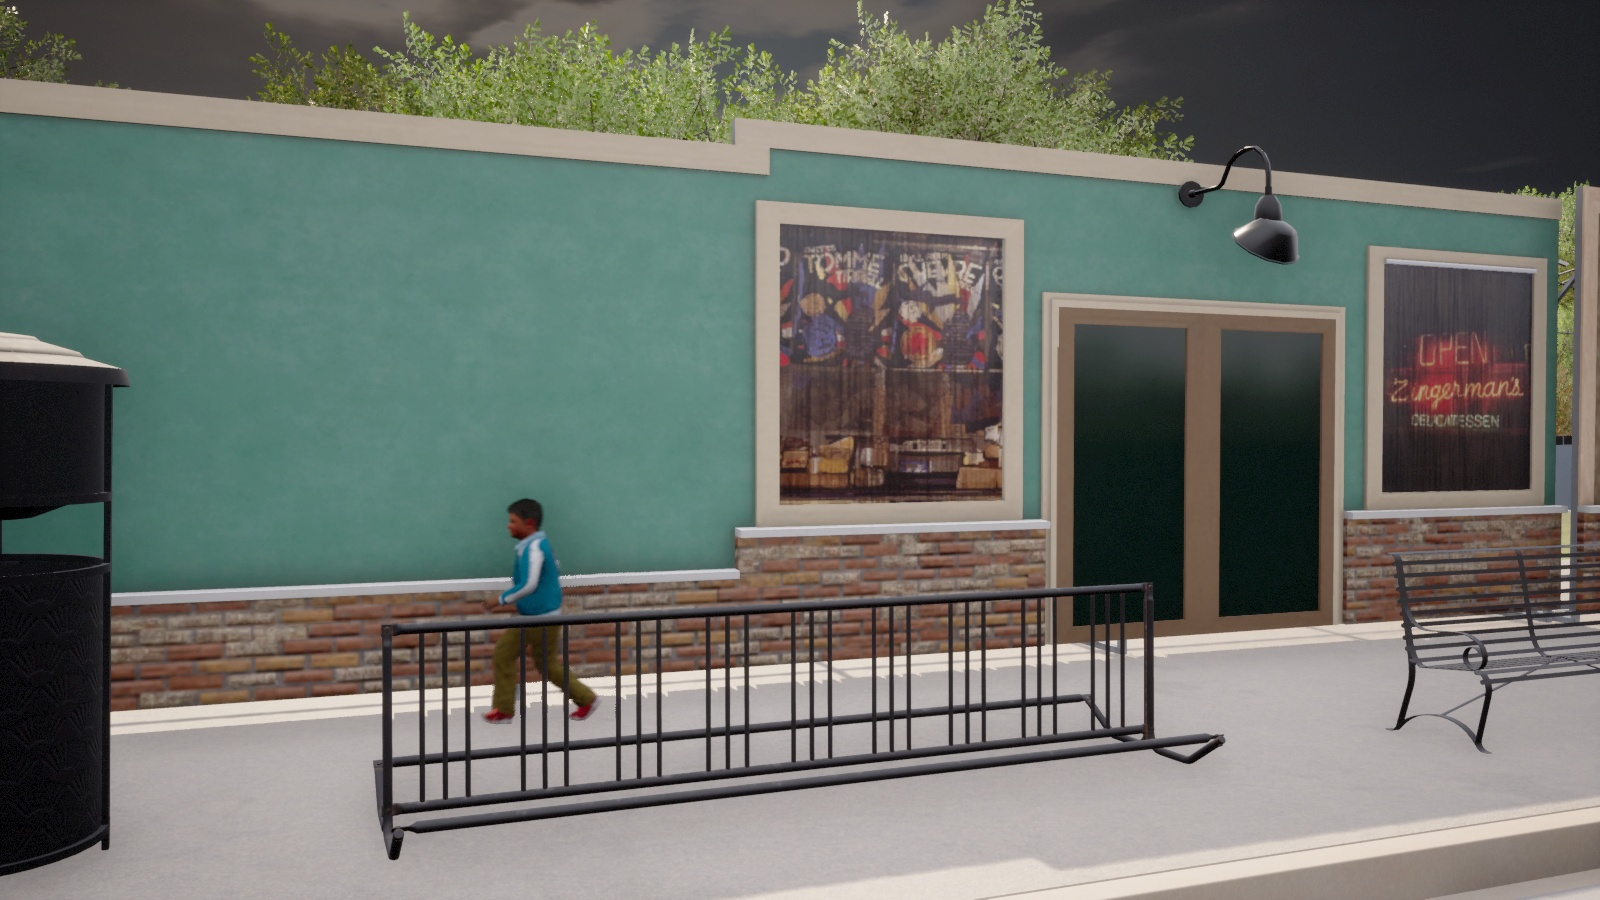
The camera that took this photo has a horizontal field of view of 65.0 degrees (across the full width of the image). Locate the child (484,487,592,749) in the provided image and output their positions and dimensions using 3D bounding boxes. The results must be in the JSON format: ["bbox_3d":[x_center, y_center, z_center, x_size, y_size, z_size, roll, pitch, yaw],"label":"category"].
[{"bbox_3d":[-1.267,0.785,6.055,0.448,1.192,0.343,-1,1,-21],"label":"child"}]
